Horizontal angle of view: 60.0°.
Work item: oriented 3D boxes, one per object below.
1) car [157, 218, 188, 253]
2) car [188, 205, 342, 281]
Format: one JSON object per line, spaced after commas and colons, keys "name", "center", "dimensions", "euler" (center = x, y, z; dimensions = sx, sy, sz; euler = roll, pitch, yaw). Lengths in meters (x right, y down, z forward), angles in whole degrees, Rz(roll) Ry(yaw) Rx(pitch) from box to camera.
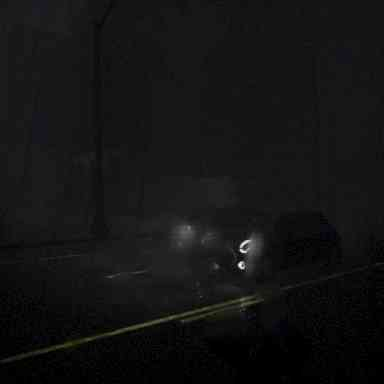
{"name": "car", "center": [0.870, 1.353, 13.171], "dimensions": [4.553, 1.767, 2.097], "euler": [0, 0, -35]}
{"name": "car", "center": [2.435, 1.353, 9.992], "dimensions": [4.553, 1.767, 2.097], "euler": [0, 0, -35]}
